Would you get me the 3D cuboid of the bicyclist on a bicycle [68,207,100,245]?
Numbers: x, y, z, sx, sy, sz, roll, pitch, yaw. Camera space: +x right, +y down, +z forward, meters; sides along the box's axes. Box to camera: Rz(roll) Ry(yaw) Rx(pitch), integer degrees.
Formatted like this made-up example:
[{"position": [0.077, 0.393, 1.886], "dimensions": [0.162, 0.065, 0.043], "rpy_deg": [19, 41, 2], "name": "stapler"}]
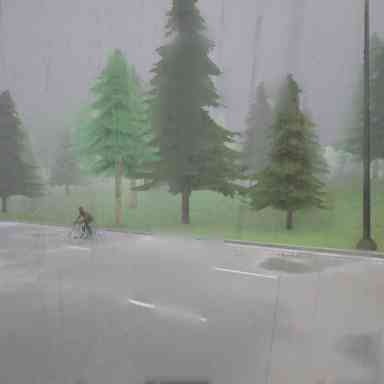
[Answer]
[{"position": [-4.681, 1.450, 14.448], "dimensions": [0.582, 1.620, 1.656], "rpy_deg": [0, 2, 34], "name": "bicyclist on a bicycle"}]
